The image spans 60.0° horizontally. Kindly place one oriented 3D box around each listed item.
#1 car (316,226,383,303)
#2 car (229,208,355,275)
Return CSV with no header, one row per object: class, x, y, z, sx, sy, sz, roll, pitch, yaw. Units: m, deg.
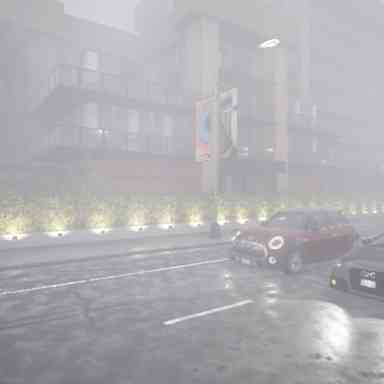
car,4.985,1.564,7.480,4.181,1.385,1.994,0,0,-35
car,3.335,1.351,10.599,4.553,1.767,2.097,0,0,-35
